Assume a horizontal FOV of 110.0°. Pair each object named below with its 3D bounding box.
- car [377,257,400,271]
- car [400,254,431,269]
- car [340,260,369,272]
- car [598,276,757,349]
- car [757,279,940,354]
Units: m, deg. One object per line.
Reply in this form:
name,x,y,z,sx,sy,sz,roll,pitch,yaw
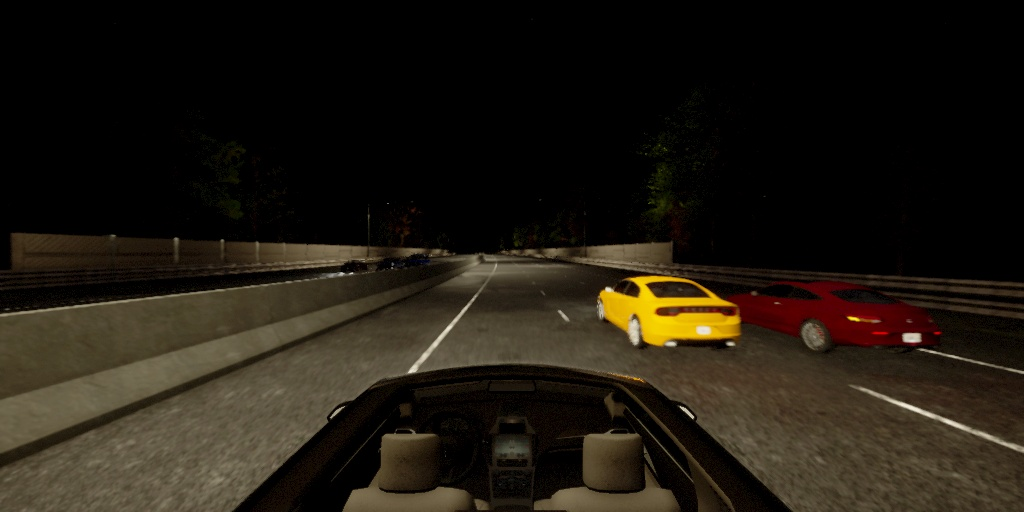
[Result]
car,-14.494,0.912,42.899,2.097,1.767,4.553,0,1,-1
car,-10.987,0.788,42.026,2.150,2.045,5.566,0,1,-1
car,-17.967,1.151,41.071,1.994,1.385,4.181,0,1,-1
car,3.587,1.239,9.196,1.882,1.535,5.008,0,0,0
car,7.088,1.282,8.662,1.812,1.442,4.674,0,0,0
